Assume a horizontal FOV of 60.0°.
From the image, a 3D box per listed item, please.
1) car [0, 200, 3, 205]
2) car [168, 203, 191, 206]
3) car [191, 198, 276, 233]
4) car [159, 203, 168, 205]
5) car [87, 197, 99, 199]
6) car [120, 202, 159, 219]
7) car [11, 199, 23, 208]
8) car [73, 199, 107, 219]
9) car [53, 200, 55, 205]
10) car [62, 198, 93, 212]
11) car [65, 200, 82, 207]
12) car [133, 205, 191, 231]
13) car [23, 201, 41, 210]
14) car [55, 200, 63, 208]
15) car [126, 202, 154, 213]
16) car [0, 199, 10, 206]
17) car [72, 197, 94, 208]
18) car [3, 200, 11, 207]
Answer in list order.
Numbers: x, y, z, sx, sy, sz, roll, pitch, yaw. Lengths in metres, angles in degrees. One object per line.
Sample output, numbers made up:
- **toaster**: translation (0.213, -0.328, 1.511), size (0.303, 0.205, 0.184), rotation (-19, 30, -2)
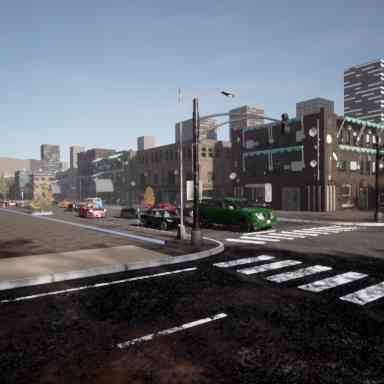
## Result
- **car**: translation (-43.423, 2.546, 78.462), size (2.008, 1.369, 4.403), rotation (-1, 0, -37)
- **car**: translation (-0.230, 1.809, 34.742), size (2.008, 1.369, 4.403), rotation (-2, 0, -37)
- **car**: translation (2.692, 1.394, 21.343), size (2.150, 2.045, 5.566), rotation (-1, 0, -39)
- **car**: translation (-3.546, 1.903, 39.173), size (1.802, 1.307, 4.206), rotation (-2, 0, -37)
- **car**: translation (-16.953, 1.908, 52.775), size (2.097, 1.767, 4.553), rotation (-1, 0, -37)
- **car**: translation (-5.318, 1.889, 31.895), size (1.994, 1.385, 4.181), rotation (-1, 0, -37)
- **car**: translation (-33.473, 2.375, 65.169), size (2.008, 1.369, 4.403), rotation (-1, 0, -37)
- **car**: translation (-10.257, 1.846, 34.149), size (1.967, 1.590, 4.097), rotation (-2, 0, -37)
- **car**: translation (-30.081, 2.363, 74.623), size (1.947, 1.339, 4.313), rotation (-1, 0, -37)
- **car**: translation (-15.723, 2.013, 45.852), size (2.128, 1.511, 4.902), rotation (-1, 0, -36)
- **car**: translation (-23.448, 2.227, 65.760), size (1.887, 1.381, 4.507), rotation (-1, 0, -37)
- **car**: translation (-2.036, 1.814, 22.968), size (1.947, 1.339, 4.313), rotation (-2, 0, -37)
- **car**: translation (-26.737, 2.232, 56.169), size (1.752, 1.417, 4.829), rotation (-1, 0, -37)
- **car**: translation (-22.969, 2.141, 60.813), size (1.882, 1.535, 5.008), rotation (-1, 0, -37)
- **car**: translation (-6.862, 1.965, 43.604), size (1.802, 1.307, 4.206), rotation (-2, 0, -37)
- **car**: translation (-46.740, 2.596, 82.893), size (1.887, 1.381, 4.507), rotation (-1, 0, -37)
- **car**: translation (-20.136, 1.939, 61.328), size (2.192, 1.841, 5.009), rotation (-1, 0, -37)
- **car**: translation (-40.109, 2.379, 74.030), size (1.967, 1.590, 4.097), rotation (-1, 0, -37)
